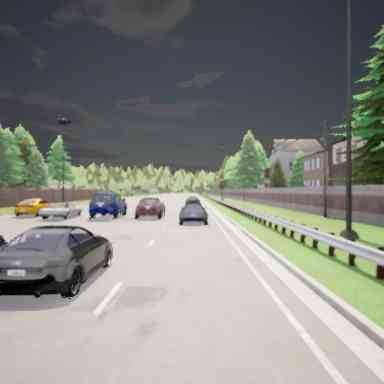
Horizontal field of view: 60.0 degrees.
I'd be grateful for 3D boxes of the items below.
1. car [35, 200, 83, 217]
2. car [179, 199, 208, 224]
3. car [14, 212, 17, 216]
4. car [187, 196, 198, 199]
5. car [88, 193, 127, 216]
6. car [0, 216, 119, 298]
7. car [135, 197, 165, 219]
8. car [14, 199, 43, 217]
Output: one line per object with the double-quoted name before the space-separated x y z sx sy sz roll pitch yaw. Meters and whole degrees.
"car" -10.398 1.487 26.797 1.895 1.301 4.718 0 0 0
"car" 0.102 1.463 23.702 1.994 1.385 4.181 0 0 0
"car" -6.913 1.487 8.923 1.812 1.442 4.674 0 0 0
"car" 0.103 1.329 41.579 1.837 1.490 4.892 0 0 0
"car" -6.898 1.104 27.738 2.150 2.045 5.566 0 0 0
"car" -3.399 1.528 8.453 1.994 1.385 4.181 0 0 0
"car" -3.398 1.234 27.765 2.097 1.767 4.553 0 0 0
"car" -13.898 1.351 29.736 1.882 1.535 5.008 0 0 0
